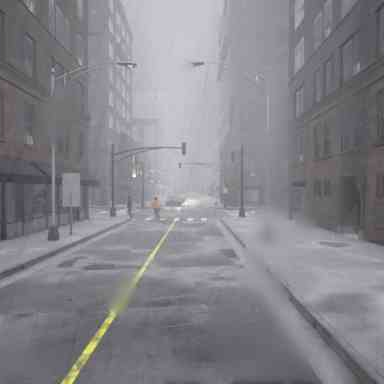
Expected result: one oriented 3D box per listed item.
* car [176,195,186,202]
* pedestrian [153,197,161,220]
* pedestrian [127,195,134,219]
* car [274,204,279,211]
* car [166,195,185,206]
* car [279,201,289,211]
[{"bbox_3d":[-2.382,1.386,72.998,1.812,1.442,4.674,0,0,0],"label":"car"},{"bbox_3d":[-2.726,1.269,25.921,0.375,1.860,0.375,0,0,0],"label":"pedestrian"},{"bbox_3d":[-4.694,1.129,25.337,0.375,1.860,0.375,0,0,0],"label":"pedestrian"},{"bbox_3d":[11.998,1.647,39.993,4.206,1.307,1.802,1,0,1],"label":"car"},{"bbox_3d":[-2.703,1.272,51.035,2.097,1.767,4.553,0,0,2],"label":"car"},{"bbox_3d":[12.804,1.583,37.404,4.902,1.511,2.128,1,0,1],"label":"car"}]
